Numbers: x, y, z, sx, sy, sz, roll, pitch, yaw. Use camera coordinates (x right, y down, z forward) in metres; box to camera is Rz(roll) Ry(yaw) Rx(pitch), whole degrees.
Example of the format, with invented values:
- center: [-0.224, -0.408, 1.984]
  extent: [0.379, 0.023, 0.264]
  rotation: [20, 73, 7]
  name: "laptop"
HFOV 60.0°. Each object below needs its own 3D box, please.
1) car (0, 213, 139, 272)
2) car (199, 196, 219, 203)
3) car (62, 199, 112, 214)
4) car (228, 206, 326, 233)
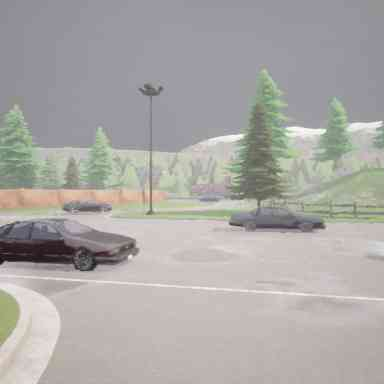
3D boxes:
- center: [-4.455, 1.547, 10.500]
  extent: [5.357, 1.411, 2.033]
  rotation: [0, 0, 12]
  name: "car"
- center: [3.471, 1.477, 69.793]
  extent: [1.882, 1.535, 5.008]
  rotation: [0, 0, -39]
  name: "car"
- center: [-10.782, 1.491, 34.161]
  extent: [4.902, 1.511, 2.128]
  rotation: [0, 0, -23]
  name: "car"
- center: [4.790, 1.547, 19.214]
  extent: [5.357, 1.411, 2.033]
  rotation: [0, 0, 12]
  name: "car"
